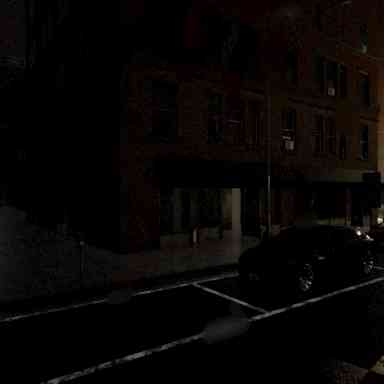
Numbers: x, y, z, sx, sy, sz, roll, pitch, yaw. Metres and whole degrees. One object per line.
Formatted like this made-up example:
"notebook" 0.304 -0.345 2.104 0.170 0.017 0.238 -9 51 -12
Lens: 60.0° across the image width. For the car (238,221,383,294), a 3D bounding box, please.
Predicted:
"car" 3.175 1.566 8.809 4.313 1.339 1.947 0 0 -36
